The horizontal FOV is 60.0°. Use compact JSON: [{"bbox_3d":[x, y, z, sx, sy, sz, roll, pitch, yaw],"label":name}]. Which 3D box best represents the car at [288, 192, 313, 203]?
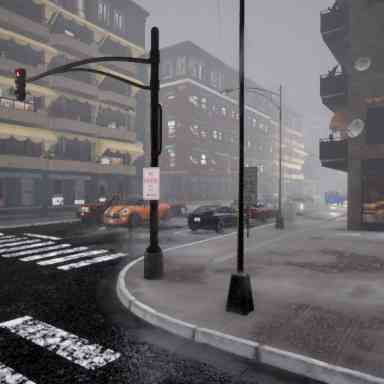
[{"bbox_3d":[16.046,0.921,48.596,1.895,1.301,4.718,1,1,35],"label":"car"}]

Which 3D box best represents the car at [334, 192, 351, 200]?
[{"bbox_3d":[25.914,0.696,57.244,1.895,1.301,4.718,1,1,35],"label":"car"}]

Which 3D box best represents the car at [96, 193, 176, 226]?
[{"bbox_3d":[-3.388,1.092,21.117,2.097,1.767,4.553,1,1,35],"label":"car"}]

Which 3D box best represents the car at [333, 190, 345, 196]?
[{"bbox_3d":[36.263,0.257,82.020,1.802,1.307,4.206,2,2,35],"label":"car"}]

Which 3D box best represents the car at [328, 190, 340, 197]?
[{"bbox_3d":[33.060,0.337,77.463,1.802,1.307,4.206,2,2,35],"label":"car"}]

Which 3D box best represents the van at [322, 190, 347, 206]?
[{"bbox_3d":[17.474,0.721,40.705,1.690,1.788,3.998,2,2,35],"label":"van"}]

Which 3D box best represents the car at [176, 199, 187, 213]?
[{"bbox_3d":[-2.174,1.181,27.330,1.887,1.381,4.507,2,2,35],"label":"car"}]

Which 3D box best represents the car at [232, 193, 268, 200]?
[{"bbox_3d":[5.668,0.863,33.992,2.097,1.767,4.553,1,1,35],"label":"car"}]

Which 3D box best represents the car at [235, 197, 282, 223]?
[{"bbox_3d":[4.659,1.284,22.480,1.802,1.307,4.206,2,2,35],"label":"car"}]

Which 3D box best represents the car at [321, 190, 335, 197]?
[{"bbox_3d":[29.857,0.379,72.905,1.887,1.381,4.507,2,2,35],"label":"car"}]

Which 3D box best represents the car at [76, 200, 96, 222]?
[{"bbox_3d":[-5.375,1.032,22.766,2.192,1.841,5.009,2,2,35],"label":"car"}]

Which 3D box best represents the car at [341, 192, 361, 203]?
[{"bbox_3d":[23.878,0.764,49.824,1.887,1.381,4.507,2,2,35],"label":"car"}]

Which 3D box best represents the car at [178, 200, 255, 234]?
[{"bbox_3d":[1.456,1.348,17.922,1.947,1.339,4.313,2,2,35],"label":"car"}]

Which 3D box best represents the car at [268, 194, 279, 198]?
[{"bbox_3d":[10.638,0.881,45.560,1.947,1.339,4.313,2,2,35],"label":"car"}]
